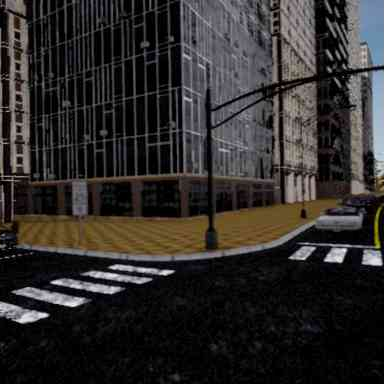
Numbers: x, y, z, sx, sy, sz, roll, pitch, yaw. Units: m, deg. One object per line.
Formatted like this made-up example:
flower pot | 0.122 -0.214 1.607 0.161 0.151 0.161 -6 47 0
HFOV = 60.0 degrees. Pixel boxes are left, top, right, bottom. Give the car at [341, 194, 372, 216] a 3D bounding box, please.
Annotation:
car | 12.121 1.189 25.108 2.128 1.511 4.902 -1 0 30

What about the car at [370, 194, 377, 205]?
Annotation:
car | 17.381 1.112 34.118 2.033 1.411 5.357 -1 0 31

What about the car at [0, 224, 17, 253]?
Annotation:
car | -9.634 2.084 14.978 4.403 1.369 2.008 -3 0 34

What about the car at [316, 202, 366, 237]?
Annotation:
car | 7.572 1.410 16.945 1.895 1.301 4.718 -1 0 29
